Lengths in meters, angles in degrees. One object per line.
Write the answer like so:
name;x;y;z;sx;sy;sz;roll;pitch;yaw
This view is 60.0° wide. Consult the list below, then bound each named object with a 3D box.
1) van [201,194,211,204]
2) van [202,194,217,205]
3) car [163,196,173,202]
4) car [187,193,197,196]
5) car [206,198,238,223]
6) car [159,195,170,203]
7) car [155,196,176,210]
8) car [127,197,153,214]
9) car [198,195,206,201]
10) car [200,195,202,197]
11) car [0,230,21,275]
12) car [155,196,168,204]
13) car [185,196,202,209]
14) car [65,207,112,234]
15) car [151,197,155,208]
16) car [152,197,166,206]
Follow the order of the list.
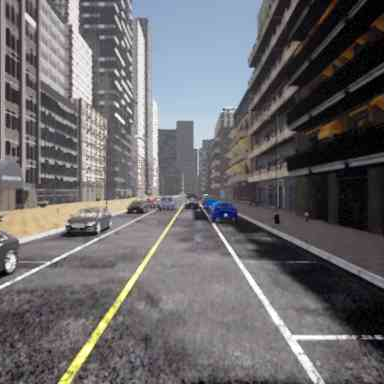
van;2.681;1.352;62.963;1.690;1.788;3.998;0;0;0
van;2.683;1.340;46.395;1.690;1.788;3.998;0;0;0
car;-5.701;1.593;79.532;1.947;1.339;4.313;0;0;0
car;-0.002;1.226;57.928;2.150;2.045;5.566;0;0;0
car;2.358;1.471;25.679;1.882;1.535;5.008;0;0;0
car;-5.700;1.457;68.486;1.967;1.590;4.097;0;0;0
car;-3.089;1.348;41.790;2.097;1.767;4.553;0;0;0
car;-5.696;1.561;35.349;1.947;1.339;4.313;0;0;0
car;2.679;1.606;90.578;1.947;1.339;4.313;0;0;0
car;2.682;1.551;57.440;1.887;1.381;4.507;0;0;0
car;-5.693;1.549;7.735;2.008;1.369;4.403;0;0;0
car;-5.699;1.562;62.963;2.008;1.369;4.403;0;0;0
car;0.015;1.599;45.323;1.895;1.301;4.718;0;0;0
car;-5.695;1.546;18.780;2.008;1.369;4.403;0;0;0
car;-5.698;1.439;46.395;1.967;1.590;4.097;0;0;0
car;-5.699;1.558;57.439;2.008;1.369;4.403;0;0;0
